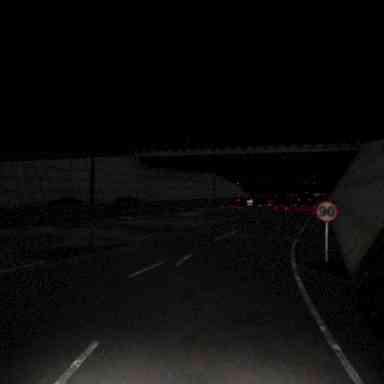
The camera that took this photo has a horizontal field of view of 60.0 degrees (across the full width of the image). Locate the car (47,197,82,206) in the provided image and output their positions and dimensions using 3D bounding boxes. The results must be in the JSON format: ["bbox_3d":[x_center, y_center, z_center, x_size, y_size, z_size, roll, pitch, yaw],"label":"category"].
[{"bbox_3d":[-18.135,1.437,47.756,2.033,1.411,5.357,0,0,22],"label":"car"}]

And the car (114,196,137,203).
[{"bbox_3d":[-12.274,1.476,62.170,2.033,1.411,5.357,0,0,23],"label":"car"}]

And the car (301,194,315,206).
[{"bbox_3d":[21.717,1.391,62.191,2.150,2.045,5.566,0,0,22],"label":"car"}]

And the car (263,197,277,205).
[{"bbox_3d":[15.211,1.674,64.778,1.994,1.385,4.181,0,0,22],"label":"car"}]

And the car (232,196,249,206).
[{"bbox_3d":[8.073,1.552,56.420,2.128,1.511,4.902,0,0,22],"label":"car"}]

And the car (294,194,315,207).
[{"bbox_3d":[17.825,1.345,52.526,2.150,2.045,5.566,0,0,22],"label":"car"}]

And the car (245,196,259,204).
[{"bbox_3d":[11.964,1.581,66.085,1.837,1.490,4.892,0,0,22],"label":"car"}]

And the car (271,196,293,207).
[{"bbox_3d":[14.699,1.455,54.133,2.097,1.767,4.553,0,0,22],"label":"car"}]

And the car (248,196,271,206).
[{"bbox_3d":[11.319,1.629,55.113,2.033,1.411,5.357,0,0,22],"label":"car"}]
